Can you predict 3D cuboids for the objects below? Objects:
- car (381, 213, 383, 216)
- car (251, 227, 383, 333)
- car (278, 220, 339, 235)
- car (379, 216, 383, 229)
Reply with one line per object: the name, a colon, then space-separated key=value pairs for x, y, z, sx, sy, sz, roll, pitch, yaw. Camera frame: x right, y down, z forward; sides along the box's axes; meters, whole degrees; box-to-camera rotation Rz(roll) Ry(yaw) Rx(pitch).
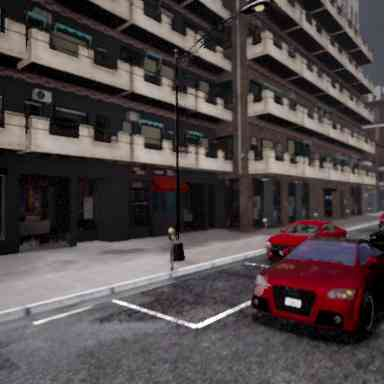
car: x=15.467 y=1.915 z=25.071 sx=1.887 sy=1.381 sz=4.507 roll=-2 pitch=-2 yaw=42
car: x=3.019 y=1.692 z=7.115 sx=1.994 sy=1.385 sz=4.181 roll=-2 pitch=-2 yaw=41
car: x=4.485 y=1.780 z=12.667 sx=1.887 sy=1.381 sz=4.507 roll=-2 pitch=-2 yaw=42
car: x=8.840 y=1.799 z=13.686 sx=1.895 sy=1.301 sz=4.718 roll=-2 pitch=-2 yaw=42
